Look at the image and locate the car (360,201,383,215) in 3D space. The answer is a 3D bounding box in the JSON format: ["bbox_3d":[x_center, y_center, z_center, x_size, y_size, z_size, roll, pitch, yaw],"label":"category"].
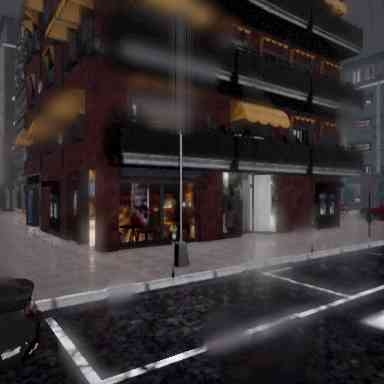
[{"bbox_3d":[19.544,1.631,34.288,1.967,1.590,4.097,-1,0,-35],"label":"car"}]

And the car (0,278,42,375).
[{"bbox_3d":[-3.914,1.548,3.306,4.403,1.369,2.008,0,0,-36],"label":"car"}]

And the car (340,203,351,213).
[{"bbox_3d":[16.355,1.841,38.827,1.802,1.307,4.206,-1,0,-35],"label":"car"}]
